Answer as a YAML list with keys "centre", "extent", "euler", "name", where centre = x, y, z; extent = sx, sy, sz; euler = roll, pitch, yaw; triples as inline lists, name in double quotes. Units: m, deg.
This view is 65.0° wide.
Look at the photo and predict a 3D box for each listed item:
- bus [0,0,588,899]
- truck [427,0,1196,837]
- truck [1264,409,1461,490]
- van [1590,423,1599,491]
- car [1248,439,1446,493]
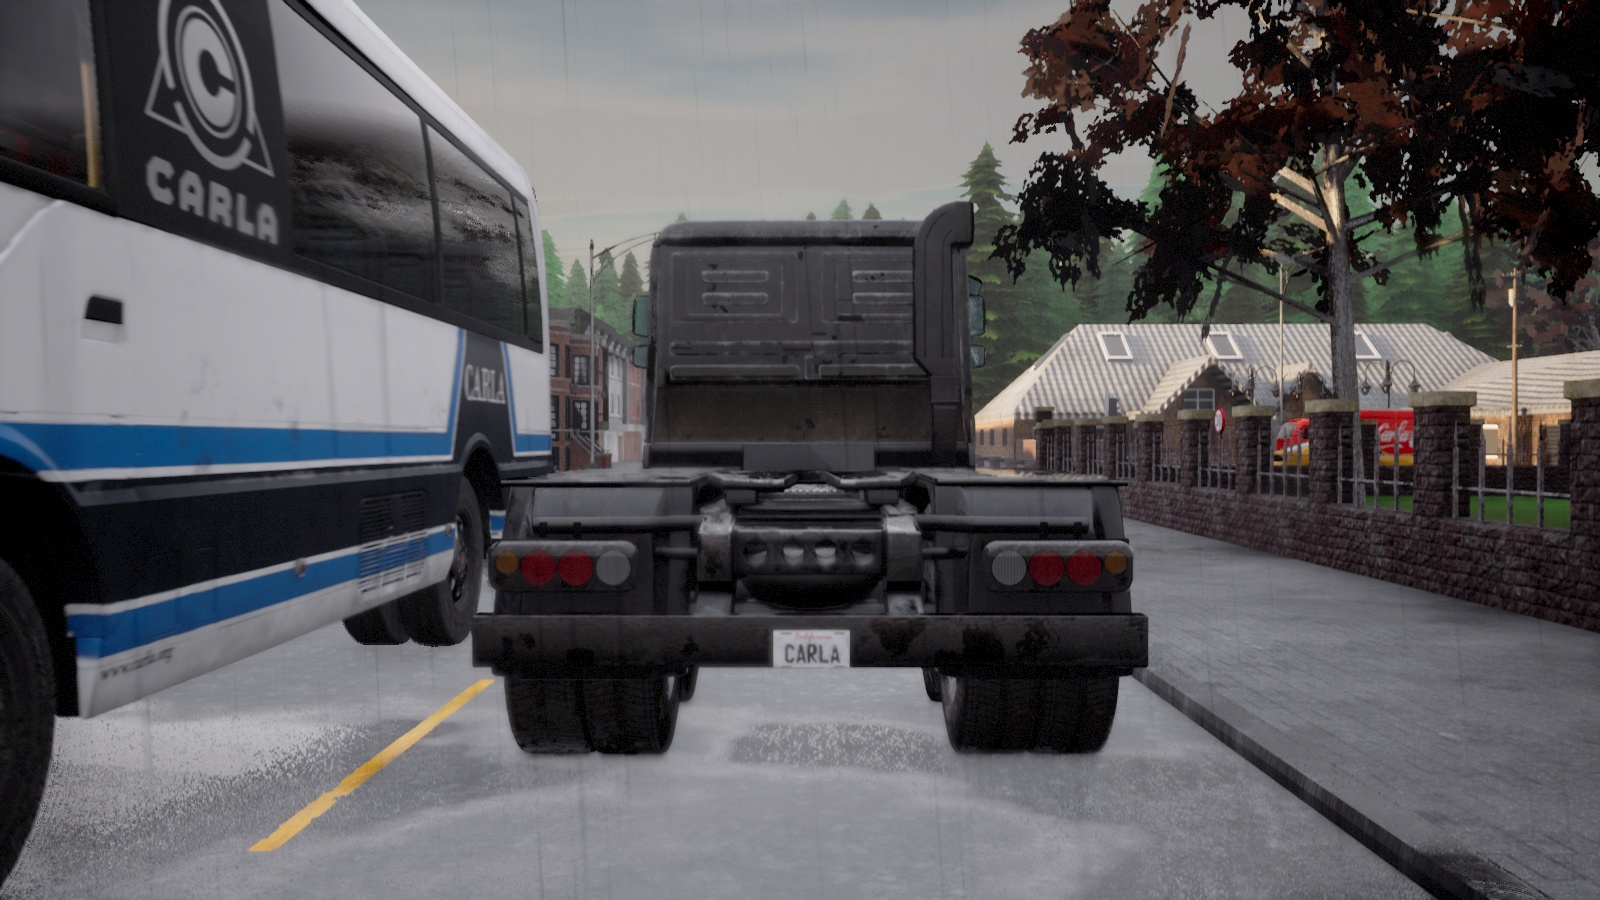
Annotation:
- centre: [-3.948, -0.683, 6.462]
  extent: [3.944, 4.253, 10.273]
  euler: [0, 0, 0]
  name: "bus"
- centre: [0.065, -0.303, 8.699]
  extent: [2.891, 3.462, 7.936]
  euler: [0, 0, 0]
  name: "truck"
- centre: [18.172, -0.030, 40.823]
  extent: [5.204, 2.467, 2.627]
  euler: [1, 0, 4]
  name: "truck"
- centre: [26.112, 0.205, 36.940]
  extent: [4.480, 2.038, 2.069]
  euler: [0, 0, -1]
  name: "van"
- centre: [16.047, 0.451, 36.971]
  extent: [5.008, 1.535, 1.882]
  euler: [0, 0, -1]
  name: "car"
